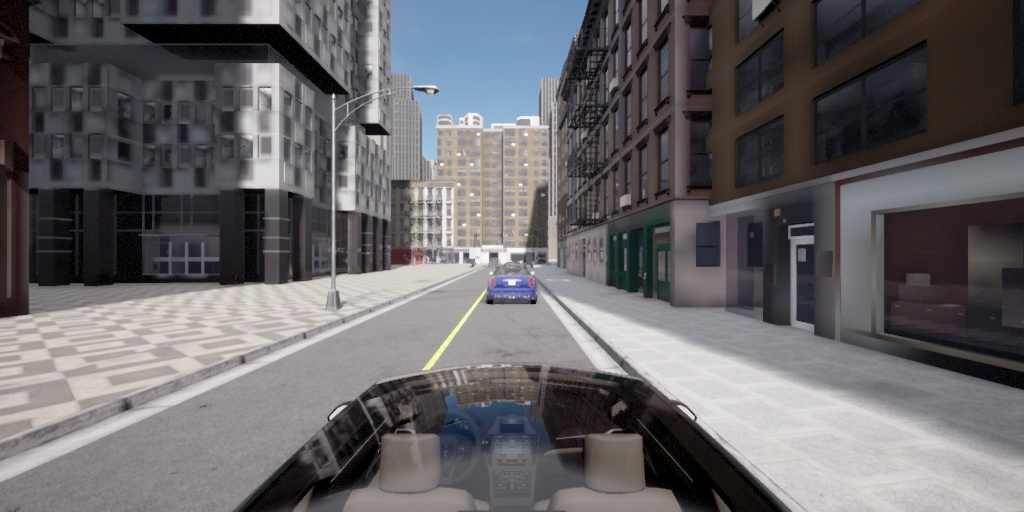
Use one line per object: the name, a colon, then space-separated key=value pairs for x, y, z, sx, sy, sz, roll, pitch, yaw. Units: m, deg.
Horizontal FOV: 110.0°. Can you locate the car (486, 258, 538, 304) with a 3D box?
car: x=0.000 y=1.110 z=16.466 sx=2.097 sy=1.767 sz=4.553 roll=0 pitch=0 yaw=0

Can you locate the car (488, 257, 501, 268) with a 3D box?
car: x=-3.000 y=1.070 z=62.528 sx=2.097 sy=1.767 sz=4.553 roll=0 pitch=0 yaw=0
